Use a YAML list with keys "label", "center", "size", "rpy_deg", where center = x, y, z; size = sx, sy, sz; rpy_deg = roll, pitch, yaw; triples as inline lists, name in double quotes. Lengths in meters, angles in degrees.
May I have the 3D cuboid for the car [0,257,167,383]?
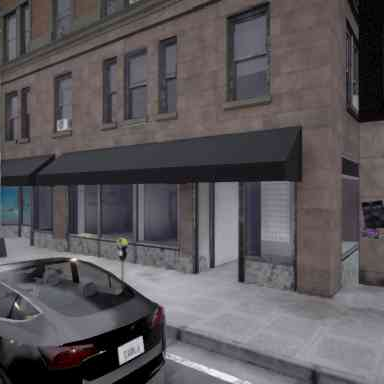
- label: "car"
  center: [-2.280, 1.566, 4.428]
  size: [4.313, 1.339, 1.947]
  rpy_deg: [0, 0, 35]
